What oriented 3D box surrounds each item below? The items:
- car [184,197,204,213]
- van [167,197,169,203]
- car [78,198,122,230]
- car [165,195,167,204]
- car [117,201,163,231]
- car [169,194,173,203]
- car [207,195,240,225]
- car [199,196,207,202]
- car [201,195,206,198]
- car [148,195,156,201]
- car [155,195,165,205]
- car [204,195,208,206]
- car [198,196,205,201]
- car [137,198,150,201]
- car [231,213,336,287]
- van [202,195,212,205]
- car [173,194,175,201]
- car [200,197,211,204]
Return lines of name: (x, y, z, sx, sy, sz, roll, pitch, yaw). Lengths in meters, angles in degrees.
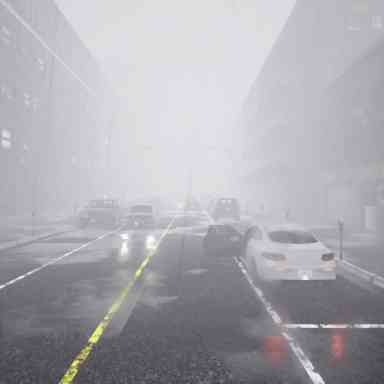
car: (0.076, 1.604, 38.366, 1.994, 1.385, 4.181, 0, 0, 0)
van: (-5.687, 1.430, 61.414, 1.690, 1.788, 3.998, 0, 0, 0)
car: (-5.684, 1.330, 21.585, 2.192, 1.841, 5.009, 0, 0, 0)
car: (-5.688, 1.599, 55.557, 1.752, 1.417, 4.829, 0, 0, 0)
car: (-3.101, 1.519, 20.850, 1.837, 1.490, 4.892, 0, 0, 0)
car: (-5.689, 1.648, 72.625, 1.752, 1.417, 4.829, 0, 0, 0)
car: (2.695, 1.338, 27.274, 2.192, 1.841, 5.009, 0, 0, 0)
car: (2.690, 1.744, 84.174, 1.802, 1.307, 4.206, 0, 0, 0)
car: (2.692, 1.656, 55.724, 1.802, 1.307, 4.206, 0, 0, 0)
car: (-5.686, 1.480, 38.656, 1.967, 1.590, 4.097, 0, 0, 0)
car: (-5.686, 1.376, 50.036, 2.192, 1.841, 5.009, 0, 0, 0)
car: (2.694, 1.480, 38.654, 1.967, 1.590, 4.097, 0, 0, 0)
car: (2.689, 1.786, 95.554, 1.802, 1.307, 4.206, 0, 0, 0)
car: (-5.686, 1.582, 32.966, 2.008, 1.369, 4.403, 0, 0, 0)
car: (2.352, 1.529, 9.224, 1.812, 1.442, 4.674, 0, 0, 0)
van: (2.693, 1.430, 61.413, 1.690, 1.788, 3.998, 0, 0, 0)
car: (-5.690, 1.724, 78.486, 1.802, 1.307, 4.206, 0, 0, 0)
car: (2.691, 1.650, 67.104, 1.887, 1.381, 4.507, 0, 0, 0)
